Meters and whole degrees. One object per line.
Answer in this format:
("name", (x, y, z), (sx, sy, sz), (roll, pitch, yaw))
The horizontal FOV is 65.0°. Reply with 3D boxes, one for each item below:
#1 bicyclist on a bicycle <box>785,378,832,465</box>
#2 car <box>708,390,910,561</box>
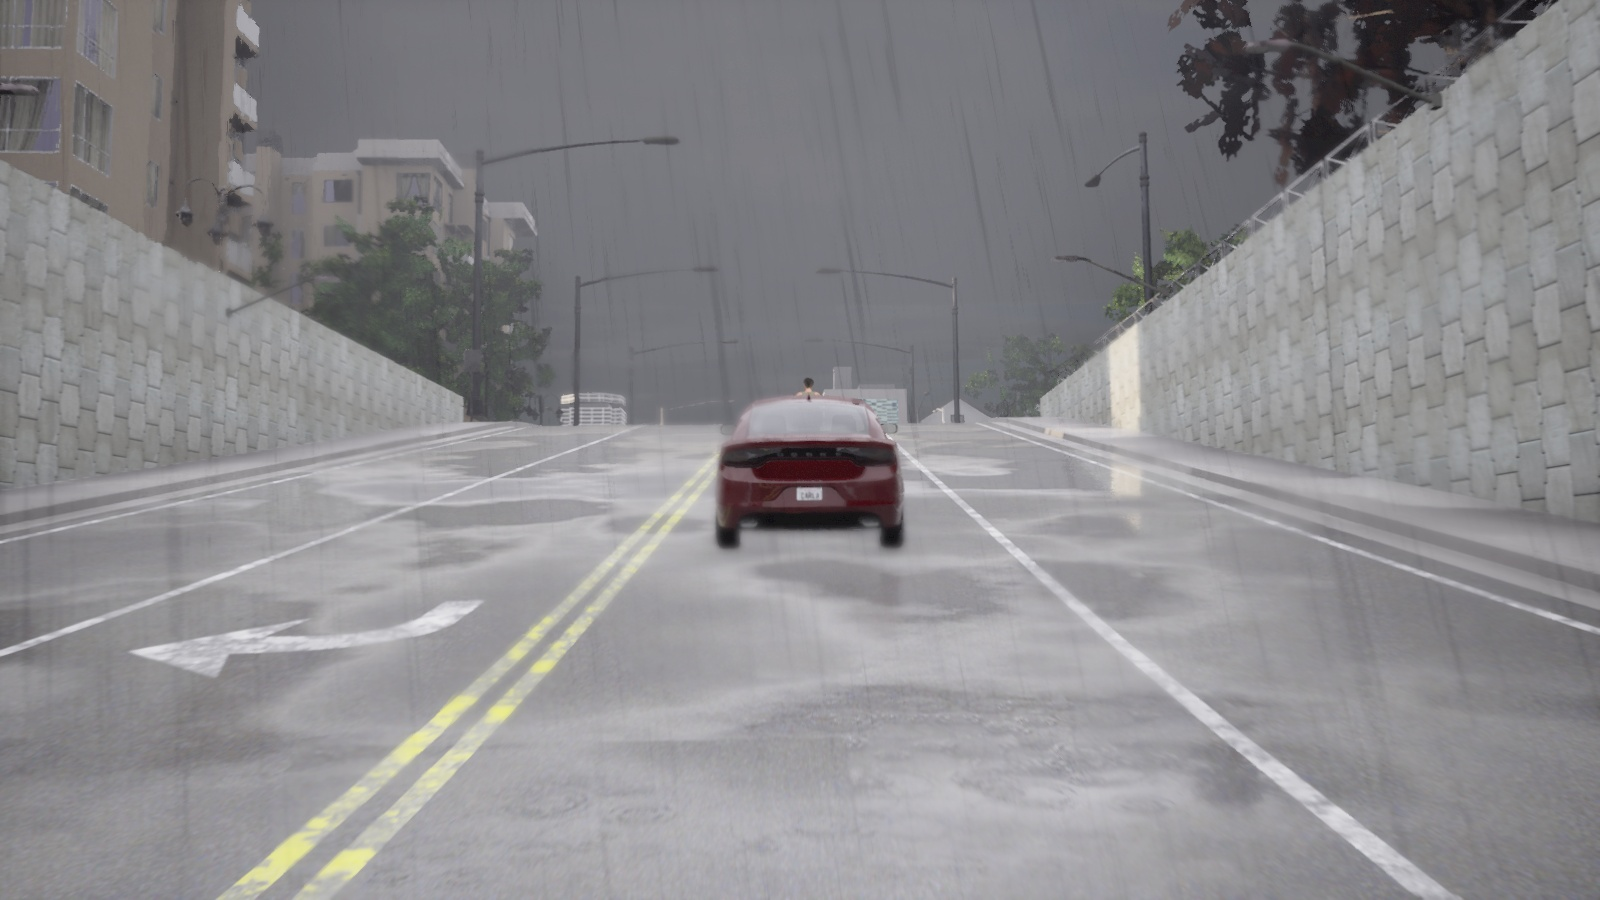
("bicyclist on a bicycle", (0.166, -0.571, 23.951), (0.866, 1.612, 1.509), (0, 3, 0))
("car", (0.104, 0.119, 14.262), (1.882, 1.535, 5.008), (0, 3, 0))
